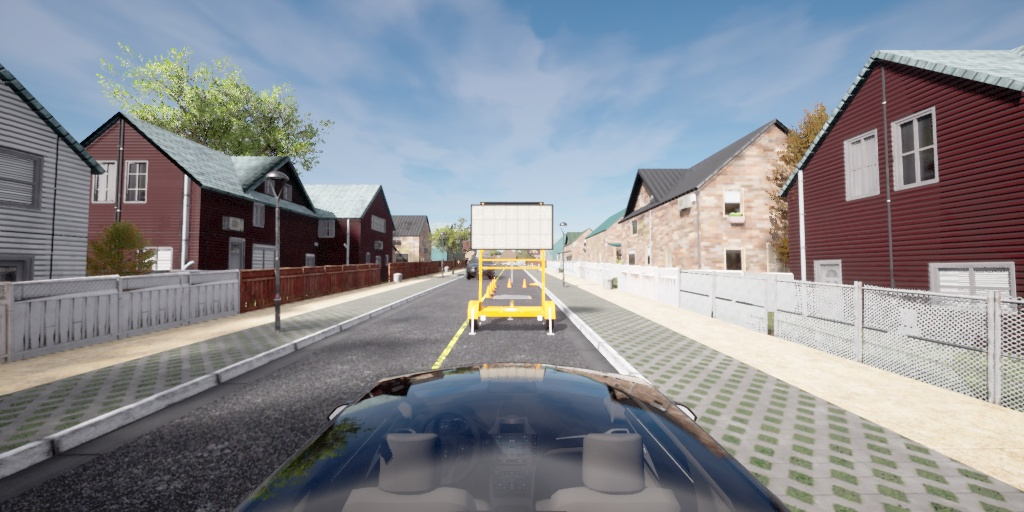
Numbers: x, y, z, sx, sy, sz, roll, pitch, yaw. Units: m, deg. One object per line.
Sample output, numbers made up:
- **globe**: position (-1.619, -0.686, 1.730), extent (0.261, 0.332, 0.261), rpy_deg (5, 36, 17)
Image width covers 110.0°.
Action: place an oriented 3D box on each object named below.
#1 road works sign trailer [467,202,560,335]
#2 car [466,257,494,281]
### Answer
- **road works sign trailer**: position (-0.001, 0.226, 10.551), extent (2.380, 3.560, 2.880), rpy_deg (0, 0, 1)
- **car**: position (-2.741, 1.065, 31.949), extent (2.150, 2.045, 5.566), rpy_deg (0, 0, 0)
